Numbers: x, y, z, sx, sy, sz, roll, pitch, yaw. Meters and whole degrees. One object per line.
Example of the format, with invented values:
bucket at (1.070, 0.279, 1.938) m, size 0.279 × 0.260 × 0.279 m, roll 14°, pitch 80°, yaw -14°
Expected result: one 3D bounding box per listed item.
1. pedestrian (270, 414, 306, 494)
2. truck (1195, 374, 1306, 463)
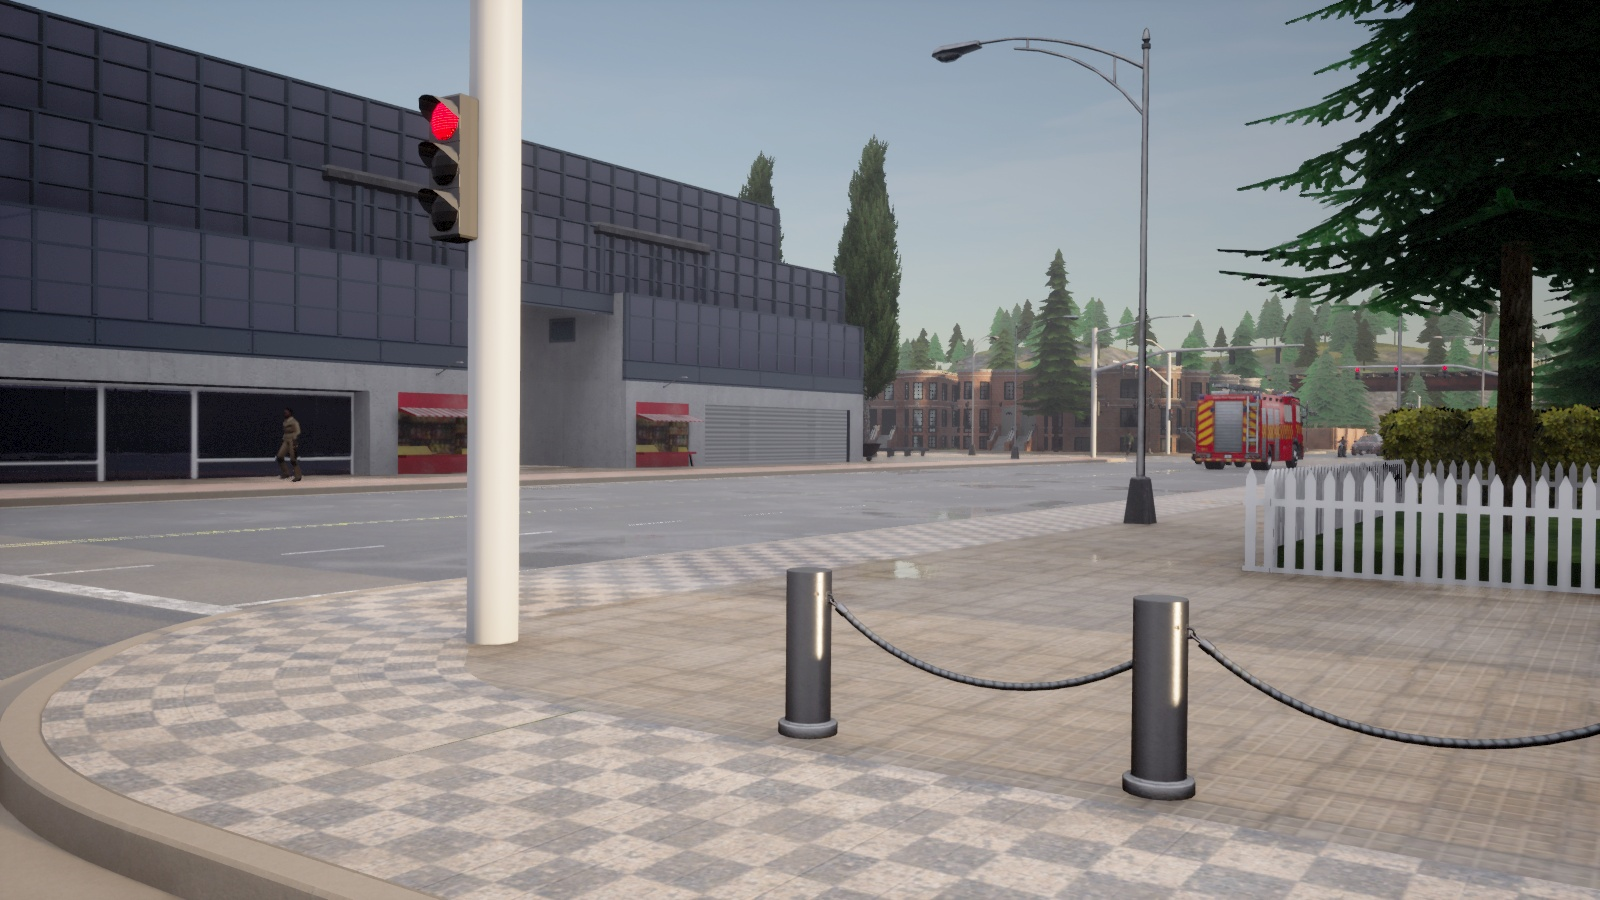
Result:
pedestrian at (-12.464, 0.085, 30.581) m, size 0.396 × 1.930 × 0.692 m, roll 0°, pitch 1°, yaw 31°
truck at (21.085, -1.422, 58.443) m, size 2.891 × 3.827 × 8.468 m, roll 0°, pitch 1°, yaw 34°
